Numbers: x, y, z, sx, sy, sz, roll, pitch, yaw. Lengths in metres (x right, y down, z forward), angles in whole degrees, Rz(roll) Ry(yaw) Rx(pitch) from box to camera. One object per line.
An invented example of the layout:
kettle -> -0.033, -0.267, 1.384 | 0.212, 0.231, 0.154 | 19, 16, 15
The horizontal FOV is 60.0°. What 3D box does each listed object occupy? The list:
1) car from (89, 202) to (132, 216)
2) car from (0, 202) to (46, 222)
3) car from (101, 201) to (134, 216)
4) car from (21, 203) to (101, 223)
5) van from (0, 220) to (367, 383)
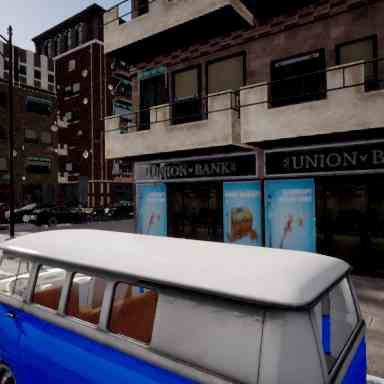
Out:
car -> -8.799, 1.799, 36.389 | 1.947, 1.339, 4.313 | -2, -1, 36
car -> -12.462, 1.636, 26.961 | 1.837, 1.490, 4.892 | -1, -1, 36
car -> -6.919, 1.675, 34.563 | 2.128, 1.511, 4.902 | -1, -1, 36
car -> -8.668, 1.584, 22.338 | 1.947, 1.339, 4.313 | -2, -1, 36
van -> -0.491, 1.342, 3.200 | 3.998, 1.788, 1.690 | 0, -1, 35
